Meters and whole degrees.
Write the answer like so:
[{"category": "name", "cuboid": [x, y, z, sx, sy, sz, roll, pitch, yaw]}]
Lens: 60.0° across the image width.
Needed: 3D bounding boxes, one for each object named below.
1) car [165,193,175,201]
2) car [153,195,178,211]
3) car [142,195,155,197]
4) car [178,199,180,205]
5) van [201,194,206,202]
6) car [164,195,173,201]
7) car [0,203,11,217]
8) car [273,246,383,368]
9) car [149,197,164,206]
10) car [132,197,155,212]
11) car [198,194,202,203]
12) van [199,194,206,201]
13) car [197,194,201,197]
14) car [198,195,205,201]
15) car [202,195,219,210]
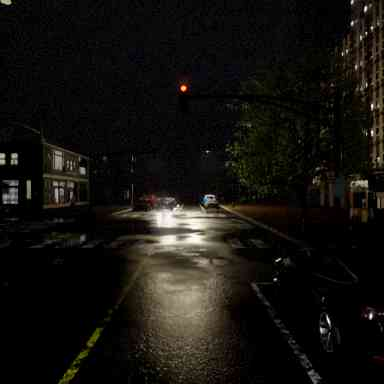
[{"category": "car", "cuboid": [-5.802, 1.324, 88.187, 2.192, 1.841, 5.009, 0, 0, 0]}, {"category": "car", "cuboid": [-3.145, 1.494, 40.006, 2.128, 1.511, 4.902, 0, 0, 0]}, {"category": "car", "cuboid": [-5.743, 1.318, 43.779, 2.192, 1.841, 5.009, 0, 0, 0]}, {"category": "car", "cuboid": [-3.166, 1.567, 49.137, 1.994, 1.385, 4.181, 0, 0, -1]}, {"category": "van", "cuboid": [2.630, 1.345, 49.344, 1.690, 1.788, 3.998, 0, 0, 0]}, {"category": "car", "cuboid": [-5.795, 1.558, 82.636, 2.008, 1.369, 4.403, 0, 0, 0]}, {"category": "car", "cuboid": [-17.304, 1.371, 27.216, 4.507, 1.381, 1.887, 1, -1, -1]}, {"category": "car", "cuboid": [2.687, 1.566, 5.763, 1.947, 1.339, 4.313, 0, 0, 0]}, {"category": "car", "cuboid": [-5.758, 1.555, 54.881, 2.008, 1.369, 4.403, 0, 0, 0]}, {"category": "car", "cuboid": [-5.736, 1.584, 38.228, 1.802, 1.307, 4.206, 0, 0, 0]}, {"category": "car", "cuboid": [2.614, 1.556, 60.446, 2.008, 1.369, 4.403, 0, 0, 0]}, {"category": "van", "cuboid": [2.587, 1.349, 82.650, 1.690, 1.788, 3.998, 0, 0, 0]}, {"category": "car", "cuboid": [2.600, 1.572, 71.548, 1.947, 1.339, 4.313, 0, 0, 0]}, {"category": "car", "cuboid": [2.578, 1.534, 88.371, 1.752, 1.417, 4.829, 0, 0, 0]}, {"category": "car", "cuboid": [2.636, 1.528, 43.962, 1.752, 1.417, 4.829, 0, 0, 0]}]
